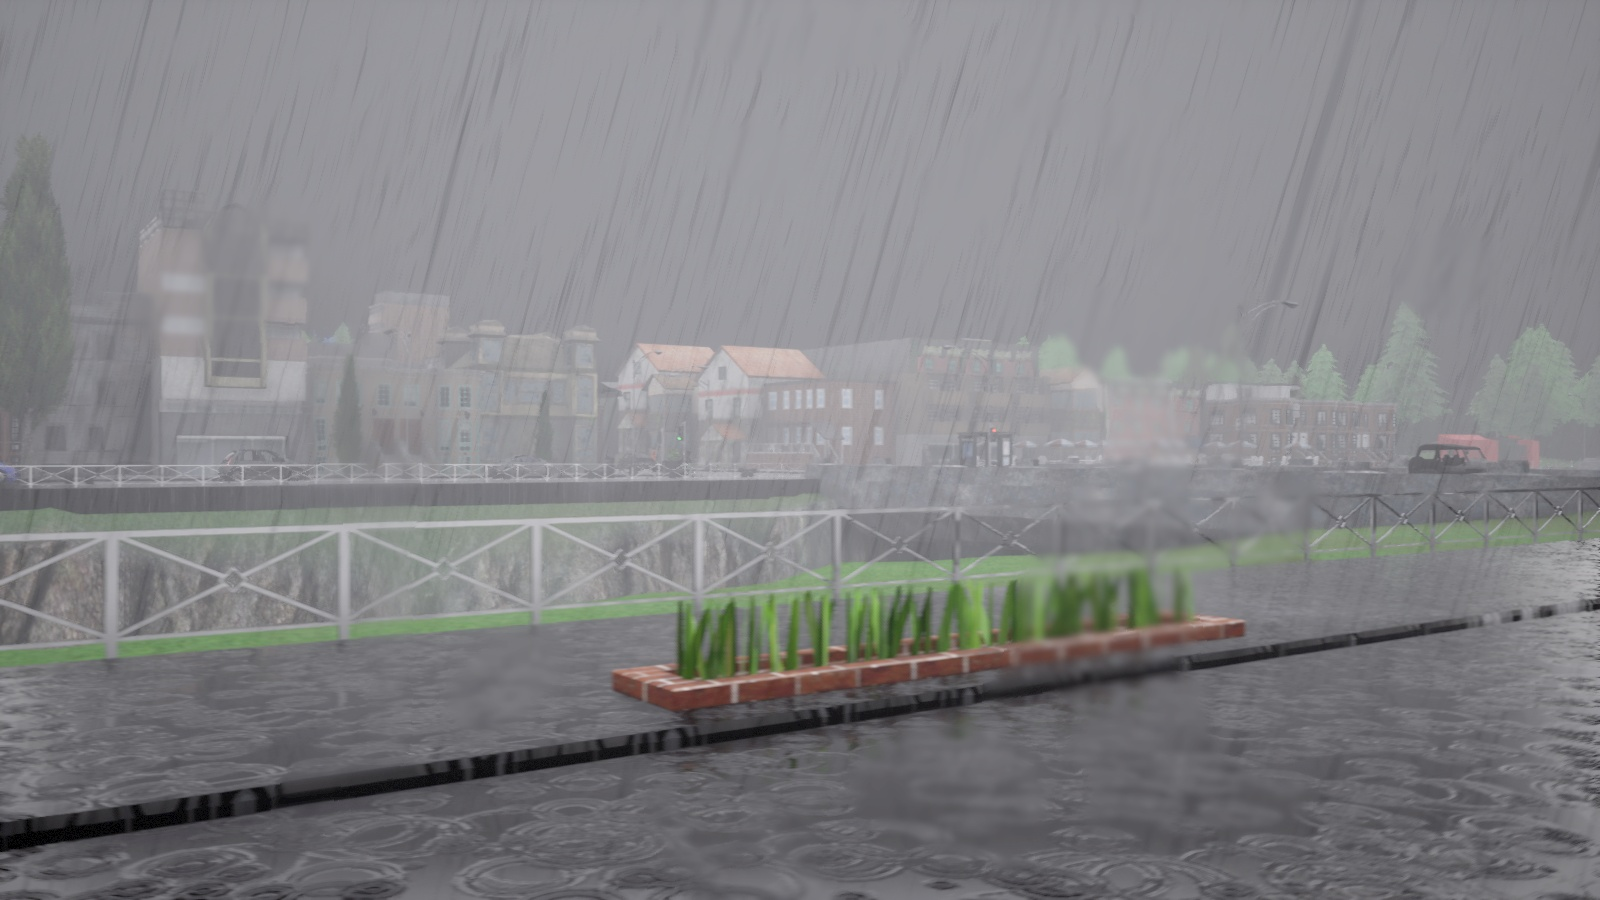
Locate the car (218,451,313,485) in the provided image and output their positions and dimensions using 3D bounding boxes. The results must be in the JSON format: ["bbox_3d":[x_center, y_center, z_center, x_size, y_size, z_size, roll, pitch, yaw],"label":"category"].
[{"bbox_3d":[-26.092,0.848,61.302,3.988,1.617,1.851,0,0,-35],"label":"car"}]

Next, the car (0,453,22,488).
[{"bbox_3d":[-36.292,0.901,54.198,4.514,1.525,2.007,0,0,-35],"label":"car"}]

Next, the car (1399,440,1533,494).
[{"bbox_3d":[24.183,0.602,45.681,1.905,1.878,3.866,0,0,-35],"label":"car"}]

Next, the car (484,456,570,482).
[{"bbox_3d":[-14.984,1.010,69.037,4.181,1.385,1.994,0,0,-35],"label":"car"}]
